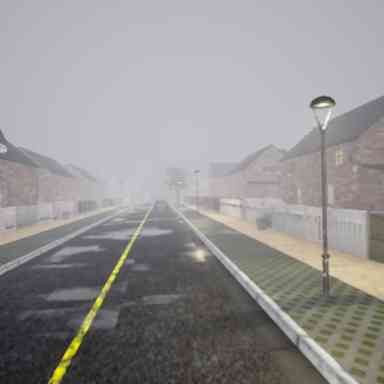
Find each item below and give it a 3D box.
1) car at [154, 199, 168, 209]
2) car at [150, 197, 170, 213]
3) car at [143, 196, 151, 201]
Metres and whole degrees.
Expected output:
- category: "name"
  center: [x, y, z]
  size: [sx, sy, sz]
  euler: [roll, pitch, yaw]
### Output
- category: "car"
  center: [-4.651, 1.749, 49.652]
  size: [1.994, 1.385, 4.181]
  euler: [-1, 0, -6]
- category: "car"
  center: [-3.559, 1.601, 38.439]
  size: [2.128, 1.511, 4.902]
  euler: [-1, 0, -5]
- category: "car"
  center: [-10.256, 1.599, 77.490]
  size: [1.882, 1.535, 5.008]
  euler: [-1, -1, -6]
